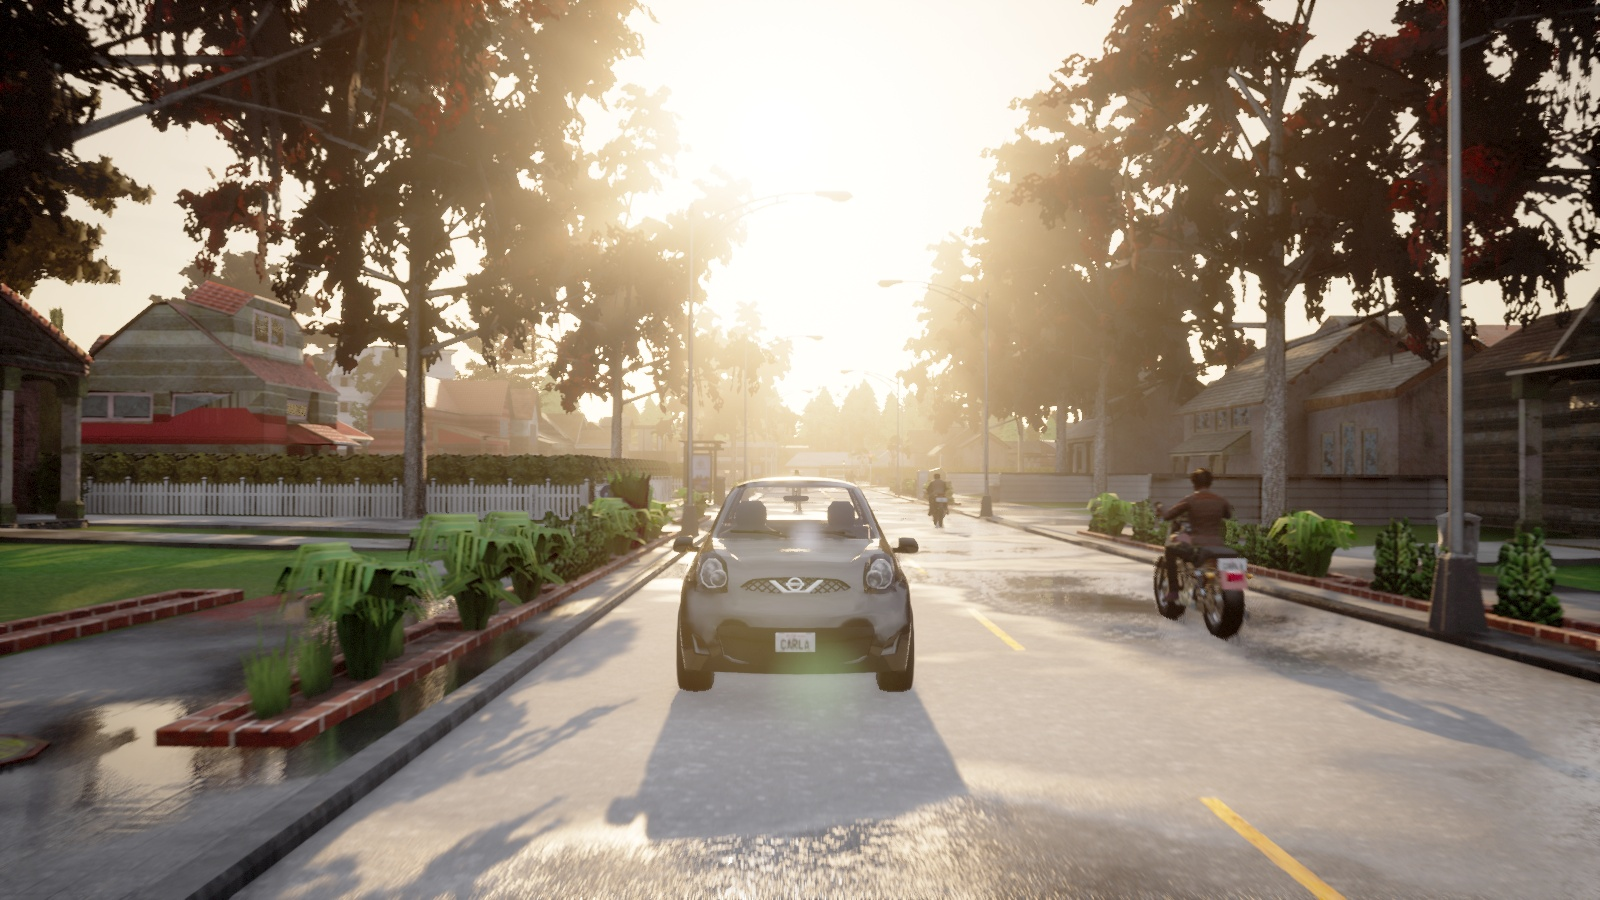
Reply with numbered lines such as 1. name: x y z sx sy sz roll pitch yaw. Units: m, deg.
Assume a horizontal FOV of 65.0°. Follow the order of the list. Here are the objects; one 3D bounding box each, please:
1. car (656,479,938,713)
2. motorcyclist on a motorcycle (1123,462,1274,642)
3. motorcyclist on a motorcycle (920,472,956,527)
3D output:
1. car: -0.025 0.997 10.052 1.845 1.501 3.633 0 -1 0
2. motorcyclist on a motorcycle: 3.968 0.963 12.745 0.766 1.649 2.350 0 -1 0
3. motorcyclist on a motorcycle: 3.912 1.381 35.806 0.797 1.523 2.044 0 -1 0
